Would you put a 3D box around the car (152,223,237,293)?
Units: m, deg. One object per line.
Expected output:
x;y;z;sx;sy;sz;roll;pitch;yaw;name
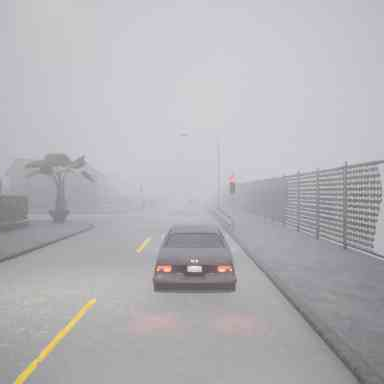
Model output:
0.072;1.547;8.994;2.033;1.411;5.357;0;0;1;car

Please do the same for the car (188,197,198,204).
0.162;1.564;62.336;1.994;1.385;4.181;0;0;0;car
